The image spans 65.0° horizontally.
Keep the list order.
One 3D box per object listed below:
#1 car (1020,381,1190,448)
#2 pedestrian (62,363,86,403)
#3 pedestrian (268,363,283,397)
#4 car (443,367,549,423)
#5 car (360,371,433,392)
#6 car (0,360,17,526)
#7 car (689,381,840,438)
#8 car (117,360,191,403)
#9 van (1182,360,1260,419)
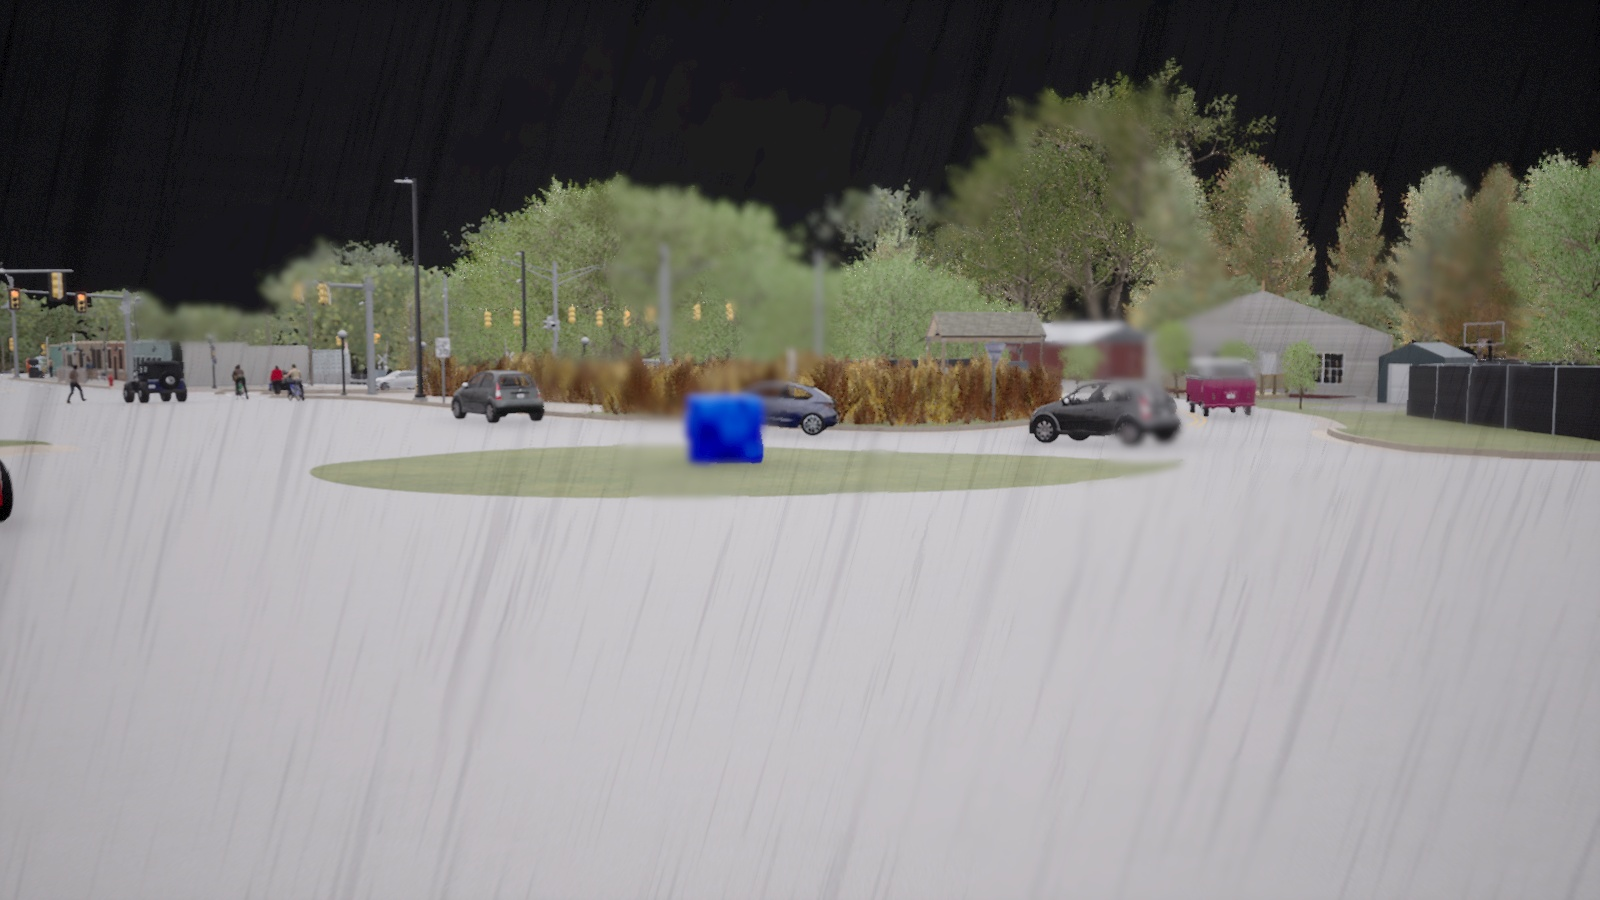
[{"bbox_3d":[7.947,-0.979,32.956,1.851,1.617,3.988,-4,5,-41],"label":"car"},{"bbox_3d":[-33.603,-3.106,58.142,0.328,1.805,0.869,2,6,21],"label":"pedestrian"},{"bbox_3d":[-29.436,-3.942,70.489,0.634,1.844,0.899,-3,6,-27],"label":"pedestrian"},{"bbox_3d":[-9.849,-1.806,40.508,1.851,1.617,3.988,-4,6,-37],"label":"car"},{"bbox_3d":[-29.179,-4.993,90.978,4.674,1.442,1.812,-4,5,-44],"label":"car"},{"bbox_3d":[-10.291,-0.137,13.722,2.242,1.667,4.611,-4,6,-40],"label":"car"},{"bbox_3d":[-1.000,-1.213,36.715,4.193,1.474,1.816,2,5,6],"label":"car"},{"bbox_3d":[-29.261,-3.105,56.849,1.905,1.878,3.866,-5,5,-42],"label":"car"},{"bbox_3d":[15.060,-2.215,45.126,1.775,1.987,4.442,0,4,7],"label":"van"}]
